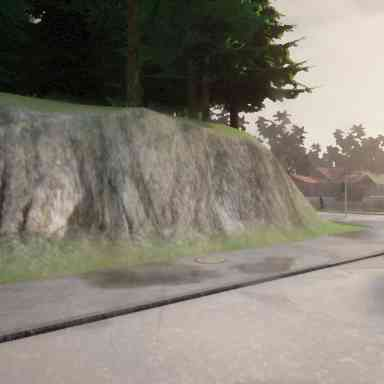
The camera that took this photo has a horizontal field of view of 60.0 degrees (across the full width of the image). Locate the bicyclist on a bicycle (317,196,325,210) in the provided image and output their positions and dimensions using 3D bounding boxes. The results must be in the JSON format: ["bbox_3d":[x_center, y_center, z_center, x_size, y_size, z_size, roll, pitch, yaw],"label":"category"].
[{"bbox_3d":[15.522,1.349,39.962,1.656,1.620,0.582,0,0,-36],"label":"bicyclist on a bicycle"}]
